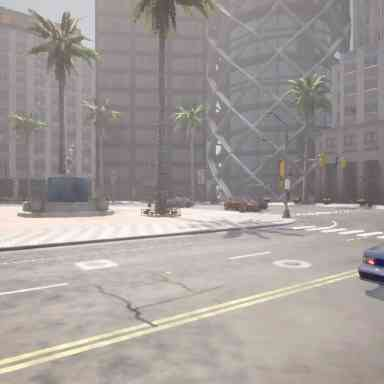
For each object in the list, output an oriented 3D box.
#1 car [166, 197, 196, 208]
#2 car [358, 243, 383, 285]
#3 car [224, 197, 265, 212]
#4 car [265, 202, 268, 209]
[{"bbox_3d":[-2.136,1.564,47.337,4.181,1.385,1.994,0,0,31],"label":"car"},{"bbox_3d":[6.251,1.547,8.230,5.357,1.411,2.033,0,0,-35],"label":"car"},{"bbox_3d":[5.940,1.352,39.669,2.097,1.767,4.553,0,0,-39],"label":"car"},{"bbox_3d":[7.585,1.478,43.233,1.882,1.535,5.008,0,0,-41],"label":"car"}]
